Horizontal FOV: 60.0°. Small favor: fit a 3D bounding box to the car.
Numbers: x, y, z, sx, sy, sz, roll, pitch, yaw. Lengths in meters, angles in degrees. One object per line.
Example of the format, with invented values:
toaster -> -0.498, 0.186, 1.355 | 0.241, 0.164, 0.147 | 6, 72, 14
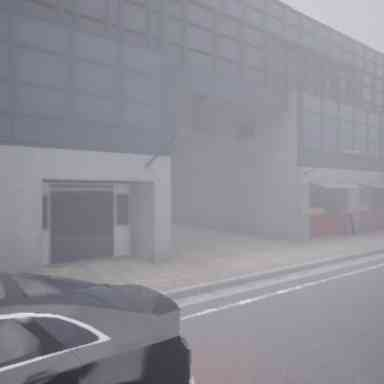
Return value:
car -> -2.270, 1.494, 2.369 | 4.902, 1.511, 2.128 | 0, 0, -35
